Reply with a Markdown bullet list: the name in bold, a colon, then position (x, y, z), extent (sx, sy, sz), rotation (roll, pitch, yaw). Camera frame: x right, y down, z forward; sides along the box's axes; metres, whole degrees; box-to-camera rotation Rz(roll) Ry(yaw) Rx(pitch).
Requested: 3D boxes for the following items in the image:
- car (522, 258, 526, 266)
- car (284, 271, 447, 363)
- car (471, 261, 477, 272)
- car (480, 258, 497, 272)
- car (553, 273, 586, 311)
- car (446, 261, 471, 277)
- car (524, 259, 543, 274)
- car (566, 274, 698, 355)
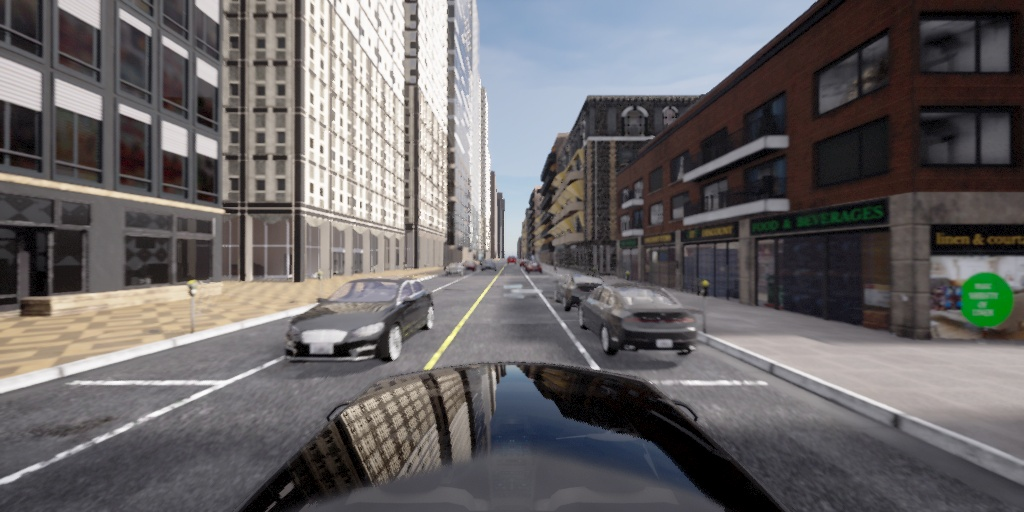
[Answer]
- **car**: position (2.673, 1.255, 48.044), extent (1.967, 1.591, 4.097), rotation (0, 0, 0)
- **car**: position (-3.090, 1.250, 8.283), extent (2.128, 1.511, 4.902), rotation (0, 0, 0)
- **car**: position (-5.707, 1.360, 48.041), extent (1.888, 1.381, 4.507), rotation (0, 0, 0)
- **car**: position (-3.094, 1.380, 48.256), extent (1.994, 1.385, 4.181), rotation (0, 0, 0)
- **car**: position (2.686, 1.315, 14.152), extent (2.007, 1.370, 4.403), rotation (0, 0, 0)
- **car**: position (-5.703, 1.347, 36.743), extent (2.007, 1.370, 4.403), rotation (0, 0, 0)
- **car**: position (2.675, 1.387, 42.395), extent (1.802, 1.307, 4.207), rotation (0, 0, 0)
- **car**: position (2.687, 1.309, 8.504), extent (2.007, 1.370, 4.403), rotation (0, 0, 0)
